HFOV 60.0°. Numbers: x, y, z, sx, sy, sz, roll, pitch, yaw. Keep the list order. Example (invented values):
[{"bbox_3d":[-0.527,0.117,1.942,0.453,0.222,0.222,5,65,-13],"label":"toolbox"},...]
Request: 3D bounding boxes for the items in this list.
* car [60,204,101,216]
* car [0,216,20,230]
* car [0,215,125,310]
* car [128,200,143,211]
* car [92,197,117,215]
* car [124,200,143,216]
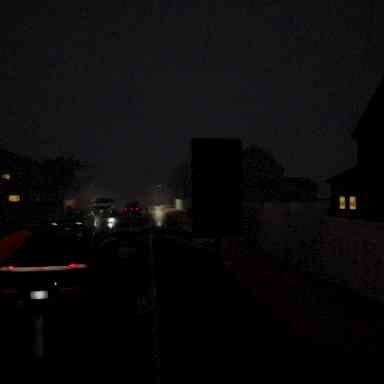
[{"bbox_3d":[-7.548,1.780,21.632,2.033,1.411,5.357,-1,0,-7],"label":"car"},{"bbox_3d":[-5.870,1.461,8.640,2.097,1.767,4.553,-1,0,-7],"label":"car"},{"bbox_3d":[-2.921,1.566,8.083,2.128,1.511,4.902,-1,0,-7],"label":"car"},{"bbox_3d":[-8.173,1.940,48.640,1.882,1.535,5.008,-1,0,-7],"label":"car"},{"bbox_3d":[-9.352,1.591,35.809,2.150,2.045,5.566,-1,-1,-7],"label":"car"},{"bbox_3d":[-6.780,1.910,38.211,2.033,1.411,5.357,-1,0,-7],"label":"car"}]
